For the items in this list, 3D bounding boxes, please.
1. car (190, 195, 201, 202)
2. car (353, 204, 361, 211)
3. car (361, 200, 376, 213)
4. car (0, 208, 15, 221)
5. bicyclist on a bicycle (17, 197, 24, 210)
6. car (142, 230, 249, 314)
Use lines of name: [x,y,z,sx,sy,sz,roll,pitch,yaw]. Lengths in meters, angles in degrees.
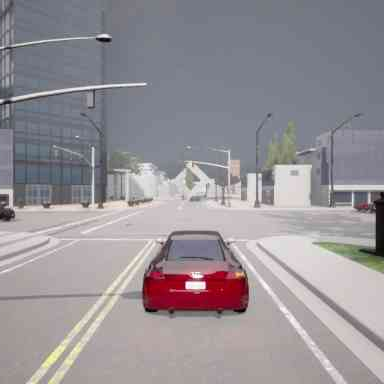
car: [0.785,1.524,77.306,1.812,1.442,4.674,0,0,12]
car: [20.662,1.553,37.125,4.718,1.301,1.895,0,0,0]
car: [20.206,1.553,33.629,4.718,1.301,1.895,0,0,0]
car: [-16.597,1.587,26.143,5.008,1.535,1.882,-1,0,0]
bicyclist on a bicycle: [-21.975,1.466,42.578,0.582,1.620,1.656,-1,0,0]
car: [0.075,1.564,7.685,1.994,1.385,4.181,0,0,0]
